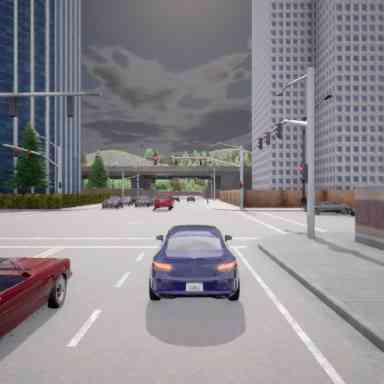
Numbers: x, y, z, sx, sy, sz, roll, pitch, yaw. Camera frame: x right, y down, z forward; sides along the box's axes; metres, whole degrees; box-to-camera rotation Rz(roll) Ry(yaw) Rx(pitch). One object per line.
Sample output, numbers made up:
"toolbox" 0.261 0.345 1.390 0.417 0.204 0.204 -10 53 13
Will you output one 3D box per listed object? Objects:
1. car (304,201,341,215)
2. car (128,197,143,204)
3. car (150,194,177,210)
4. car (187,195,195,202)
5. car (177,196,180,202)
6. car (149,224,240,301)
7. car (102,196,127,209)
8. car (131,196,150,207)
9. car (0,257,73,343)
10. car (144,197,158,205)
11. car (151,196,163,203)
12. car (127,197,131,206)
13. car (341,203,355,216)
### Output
"car" 13.531 1.564 33.437 4.181 1.385 1.994 0 0 0
"car" -10.738 1.601 63.483 1.895 1.301 4.718 0 0 0
"car" -3.565 1.221 42.587 2.150 2.045 5.566 0 0 1
"car" -0.222 1.477 74.486 1.837 1.490 4.892 0 0 0
"car" -3.722 1.501 74.476 1.812 1.442 4.674 0 0 0
"car" 0.054 1.526 8.210 1.812 1.442 4.674 0 0 0
"car" -10.733 1.352 45.300 2.097 1.767 4.553 0 0 0
"car" -7.243 1.352 49.791 2.097 1.767 4.553 0 0 0
"car" -3.454 1.601 4.939 1.895 1.301 4.718 0 0 0
"car" -7.252 1.601 58.774 1.895 1.301 4.718 0 0 0
"car" -7.204 1.564 68.821 1.994 1.385 4.181 0 0 0
"car" -10.751 1.491 54.260 2.128 1.511 4.902 0 0 0
"car" 16.200 1.564 29.932 4.181 1.385 1.994 0 0 0
